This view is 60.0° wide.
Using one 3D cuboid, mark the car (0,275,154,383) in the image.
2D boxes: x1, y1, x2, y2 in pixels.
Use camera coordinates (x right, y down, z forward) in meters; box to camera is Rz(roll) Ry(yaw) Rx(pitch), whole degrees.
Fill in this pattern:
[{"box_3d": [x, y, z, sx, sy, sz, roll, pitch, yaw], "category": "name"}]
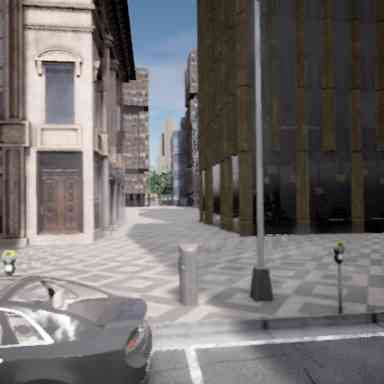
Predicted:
[{"box_3d": [-2.619, 1.630, 3.441, 4.403, 1.369, 2.008, 0, -1, -7], "category": "car"}]
